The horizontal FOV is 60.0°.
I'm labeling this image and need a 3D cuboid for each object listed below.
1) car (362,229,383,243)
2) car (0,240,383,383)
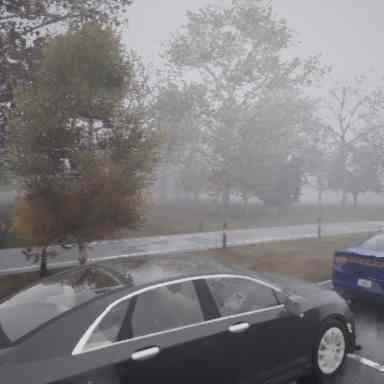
[{"bbox_3d":[5.231,1.494,7.334,5.008,1.535,2.097,0,0,-32],"label":"car"},{"bbox_3d":[-0.069,1.488,3.878,4.892,1.521,2.231,0,0,-34],"label":"car"}]
